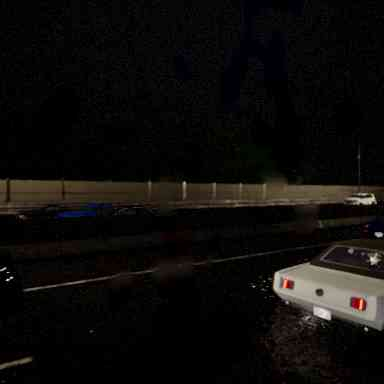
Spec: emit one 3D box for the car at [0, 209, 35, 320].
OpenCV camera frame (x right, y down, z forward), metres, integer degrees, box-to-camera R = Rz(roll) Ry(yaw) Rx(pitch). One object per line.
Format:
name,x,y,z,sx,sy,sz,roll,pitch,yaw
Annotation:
car,-5.292,1.219,4.272,5.566,2.045,2.150,0,0,-35

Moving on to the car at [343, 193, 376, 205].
car,23.386,1.230,46.411,5.566,2.045,2.150,0,0,-35

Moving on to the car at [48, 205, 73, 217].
car,-6.104,1.488,21.129,5.008,1.535,1.882,0,0,-35

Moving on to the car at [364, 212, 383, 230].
car,9.415,1.550,14.749,4.674,1.442,1.812,0,0,-35

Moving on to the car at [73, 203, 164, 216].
car,-3.748,1.516,18.511,4.892,1.490,1.837,0,0,-35

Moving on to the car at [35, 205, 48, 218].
car,-9.841,1.571,22.764,4.181,1.385,1.994,0,0,-35

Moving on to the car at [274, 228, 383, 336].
car,3.849,1.611,6.487,4.718,1.301,1.895,0,0,-35
